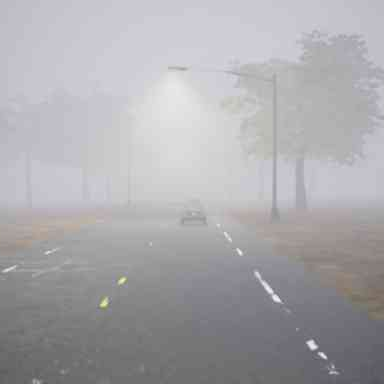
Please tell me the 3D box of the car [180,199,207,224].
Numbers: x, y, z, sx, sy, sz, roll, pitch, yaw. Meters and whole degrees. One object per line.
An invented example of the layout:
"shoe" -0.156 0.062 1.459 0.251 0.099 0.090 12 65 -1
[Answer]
"car" 0.109 1.492 24.419 2.033 1.411 5.357 0 0 0

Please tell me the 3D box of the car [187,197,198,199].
"car" 0.114 1.412 41.495 1.882 1.535 5.008 0 0 0
